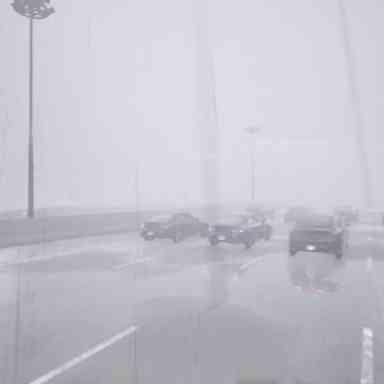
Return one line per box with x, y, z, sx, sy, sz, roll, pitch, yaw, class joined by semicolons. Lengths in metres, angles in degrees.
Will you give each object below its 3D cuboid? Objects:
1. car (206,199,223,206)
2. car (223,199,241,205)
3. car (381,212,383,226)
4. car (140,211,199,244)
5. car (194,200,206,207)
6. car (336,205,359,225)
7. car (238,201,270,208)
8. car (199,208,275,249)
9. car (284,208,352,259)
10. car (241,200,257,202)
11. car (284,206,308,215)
5.151;2.180;65.368;1.882;1.535;5.008;0;-1;29;car
8.239;2.159;63.740;1.882;1.535;5.008;0;-1;29;car
15.238;1.854;24.812;1.895;1.301;4.718;0;-1;29;car
-0.785;1.713;17.114;1.812;1.442;4.674;0;0;29;car
2.068;2.249;67.001;1.812;1.442;4.674;0;-1;28;car
12.464;1.805;27.034;1.812;1.442;4.674;0;0;29;car
6.104;1.826;29.992;1.837;1.490;4.892;0;0;29;car
2.302;1.692;15.464;1.812;1.442;4.674;0;0;29;car
5.197;1.649;13.467;1.837;1.490;4.892;0;0;29;car
11.338;2.186;62.138;1.812;1.442;4.674;0;-1;29;car
9.184;1.862;28.325;1.994;1.385;4.181;0;-1;28;car
